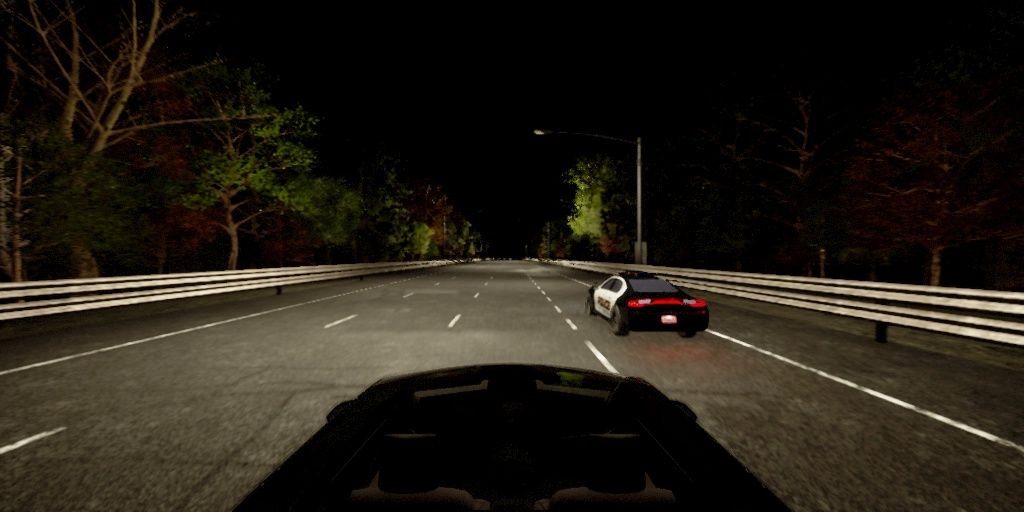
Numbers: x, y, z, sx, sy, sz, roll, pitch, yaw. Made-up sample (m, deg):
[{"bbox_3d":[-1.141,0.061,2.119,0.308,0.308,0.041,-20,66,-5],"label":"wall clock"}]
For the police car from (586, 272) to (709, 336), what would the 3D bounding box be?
[{"bbox_3d":[3.512,1.244,10.460,2.038,1.542,4.974,0,0,0],"label":"police car"}]
